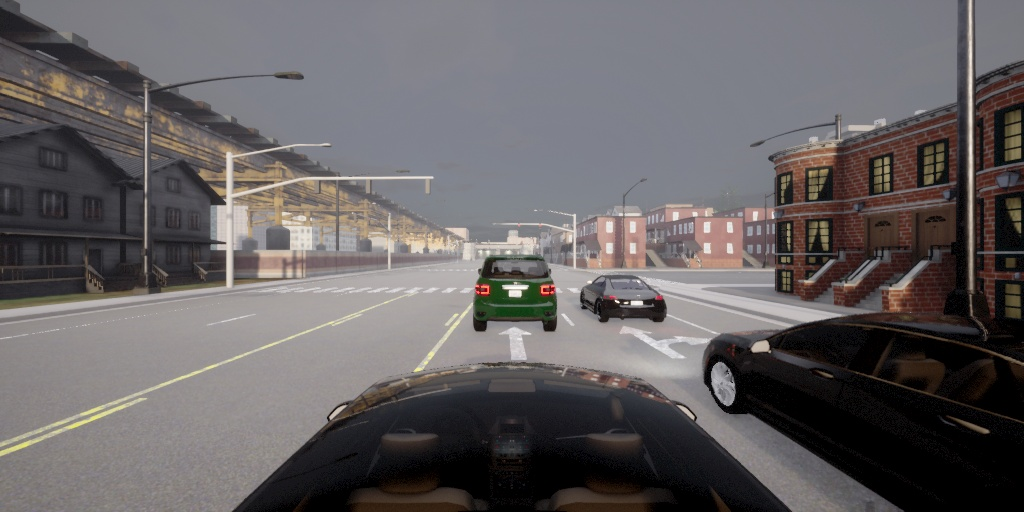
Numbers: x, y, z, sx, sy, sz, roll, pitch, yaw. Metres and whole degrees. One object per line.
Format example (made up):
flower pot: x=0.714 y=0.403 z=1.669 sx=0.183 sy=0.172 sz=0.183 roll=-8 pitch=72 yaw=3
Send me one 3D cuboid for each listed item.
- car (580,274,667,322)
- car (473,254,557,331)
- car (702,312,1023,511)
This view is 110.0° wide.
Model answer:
car: x=3.586 y=1.314 z=12.235 sx=1.994 sy=1.385 sz=4.181 roll=0 pitch=0 yaw=1
car: x=0.086 y=0.971 z=11.066 sx=2.150 sy=2.045 sz=5.566 roll=0 pitch=0 yaw=0
car: x=3.599 y=1.254 z=3.107 sx=1.837 sy=1.490 sz=4.892 roll=0 pitch=0 yaw=0
